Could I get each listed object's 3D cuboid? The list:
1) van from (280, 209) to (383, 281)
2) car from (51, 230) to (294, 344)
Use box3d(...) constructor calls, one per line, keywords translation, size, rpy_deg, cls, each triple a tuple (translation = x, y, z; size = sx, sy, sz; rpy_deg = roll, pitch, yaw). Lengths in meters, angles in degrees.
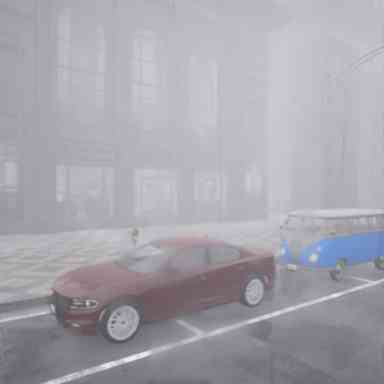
box3d(translation=(4.270, 1.392, 9.695), size=(3.998, 1.788, 1.690), rpy_deg=(0, 0, -36), cls="van")
box3d(translation=(-0.305, 1.564, 6.431), size=(4.507, 1.381, 1.887), rpy_deg=(0, 0, -36), cls="car")
